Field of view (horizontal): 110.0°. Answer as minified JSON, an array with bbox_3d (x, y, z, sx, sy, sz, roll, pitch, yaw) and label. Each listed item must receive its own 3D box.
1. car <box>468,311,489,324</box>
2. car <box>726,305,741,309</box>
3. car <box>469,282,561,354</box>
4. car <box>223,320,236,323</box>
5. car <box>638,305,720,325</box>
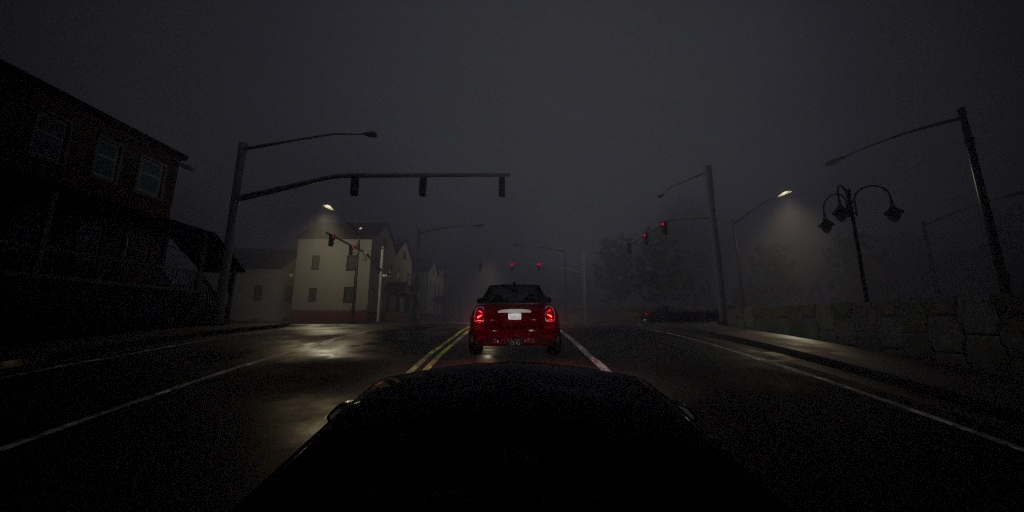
[{"bbox_3d":[-3.606,6.728,39.295,1.895,1.301,4.718,0,-10,0],"label":"car"},{"bbox_3d":[16.309,4.622,28.273,4.902,1.511,2.128,0,-10,1],"label":"car"},{"bbox_3d":[0.061,1.564,10.044,2.097,1.767,4.553,-1,-6,0],"label":"car"},{"bbox_3d":[-19.893,5.152,24.880,5.008,1.535,1.882,-9,-10,0],"label":"car"},{"bbox_3d":[11.285,4.066,24.582,4.718,1.301,1.895,0,-10,1],"label":"car"}]
